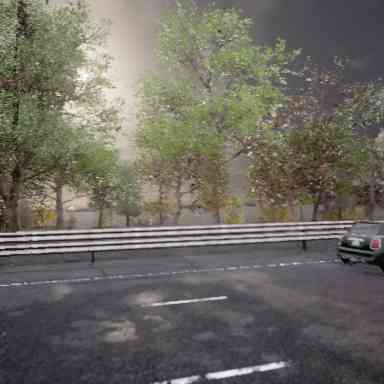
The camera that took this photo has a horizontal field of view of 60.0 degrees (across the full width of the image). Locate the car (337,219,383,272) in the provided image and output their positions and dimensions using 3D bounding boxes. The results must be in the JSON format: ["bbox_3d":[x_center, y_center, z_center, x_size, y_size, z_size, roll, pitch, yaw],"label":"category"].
[{"bbox_3d":[7.632,1.761,11.986,4.553,1.767,2.097,0,-3,-16],"label":"car"}]
